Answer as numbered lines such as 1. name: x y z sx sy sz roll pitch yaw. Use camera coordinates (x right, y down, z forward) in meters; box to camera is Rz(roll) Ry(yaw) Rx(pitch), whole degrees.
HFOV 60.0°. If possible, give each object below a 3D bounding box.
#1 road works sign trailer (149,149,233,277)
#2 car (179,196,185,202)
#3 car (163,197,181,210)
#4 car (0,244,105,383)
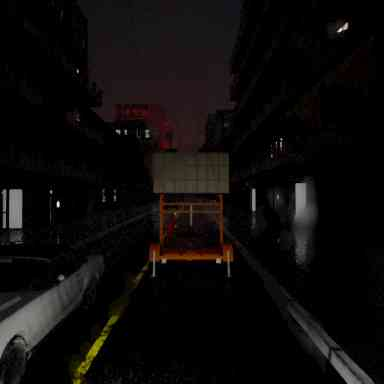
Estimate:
1. road works sign trailer: -0.022 0.477 10.257 2.380 3.560 2.880 0 0 0
2. car: -2.943 1.881 90.257 1.882 1.535 5.008 0 0 0
3. car: -2.948 1.688 46.360 1.812 1.442 4.674 0 0 0
4. car: -2.863 1.605 5.216 1.895 1.301 4.718 0 0 0
